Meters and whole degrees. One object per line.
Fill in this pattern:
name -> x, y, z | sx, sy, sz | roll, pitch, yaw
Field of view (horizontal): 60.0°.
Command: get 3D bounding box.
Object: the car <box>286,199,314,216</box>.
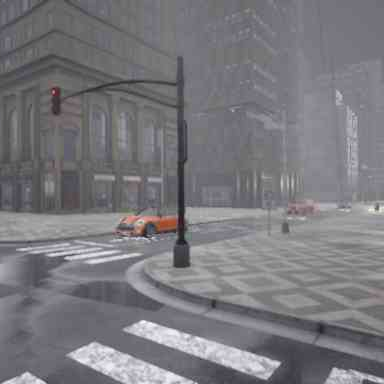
car -> 13.329, 1.868, 40.812 | 2.150, 2.045, 5.566 | -1, -1, 36

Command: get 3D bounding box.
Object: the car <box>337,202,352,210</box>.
car -> 28.642, 2.516, 62.211 | 1.994, 1.385, 4.181 | -1, -1, 36

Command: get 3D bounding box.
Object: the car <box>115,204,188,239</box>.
car -> -2.196, 1.597, 19.108 | 2.097, 1.767, 4.553 | -1, -1, 36
